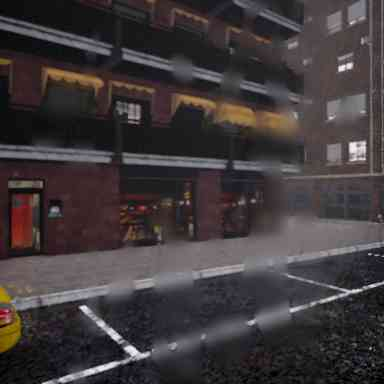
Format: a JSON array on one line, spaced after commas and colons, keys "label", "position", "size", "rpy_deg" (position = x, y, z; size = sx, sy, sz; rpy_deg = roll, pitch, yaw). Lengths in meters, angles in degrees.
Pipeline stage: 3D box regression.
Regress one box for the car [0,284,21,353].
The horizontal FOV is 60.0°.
[{"label": "car", "position": [-4.482, 1.503, 3.376], "size": [4.829, 1.417, 1.752], "rpy_deg": [1, -1, -35]}]
